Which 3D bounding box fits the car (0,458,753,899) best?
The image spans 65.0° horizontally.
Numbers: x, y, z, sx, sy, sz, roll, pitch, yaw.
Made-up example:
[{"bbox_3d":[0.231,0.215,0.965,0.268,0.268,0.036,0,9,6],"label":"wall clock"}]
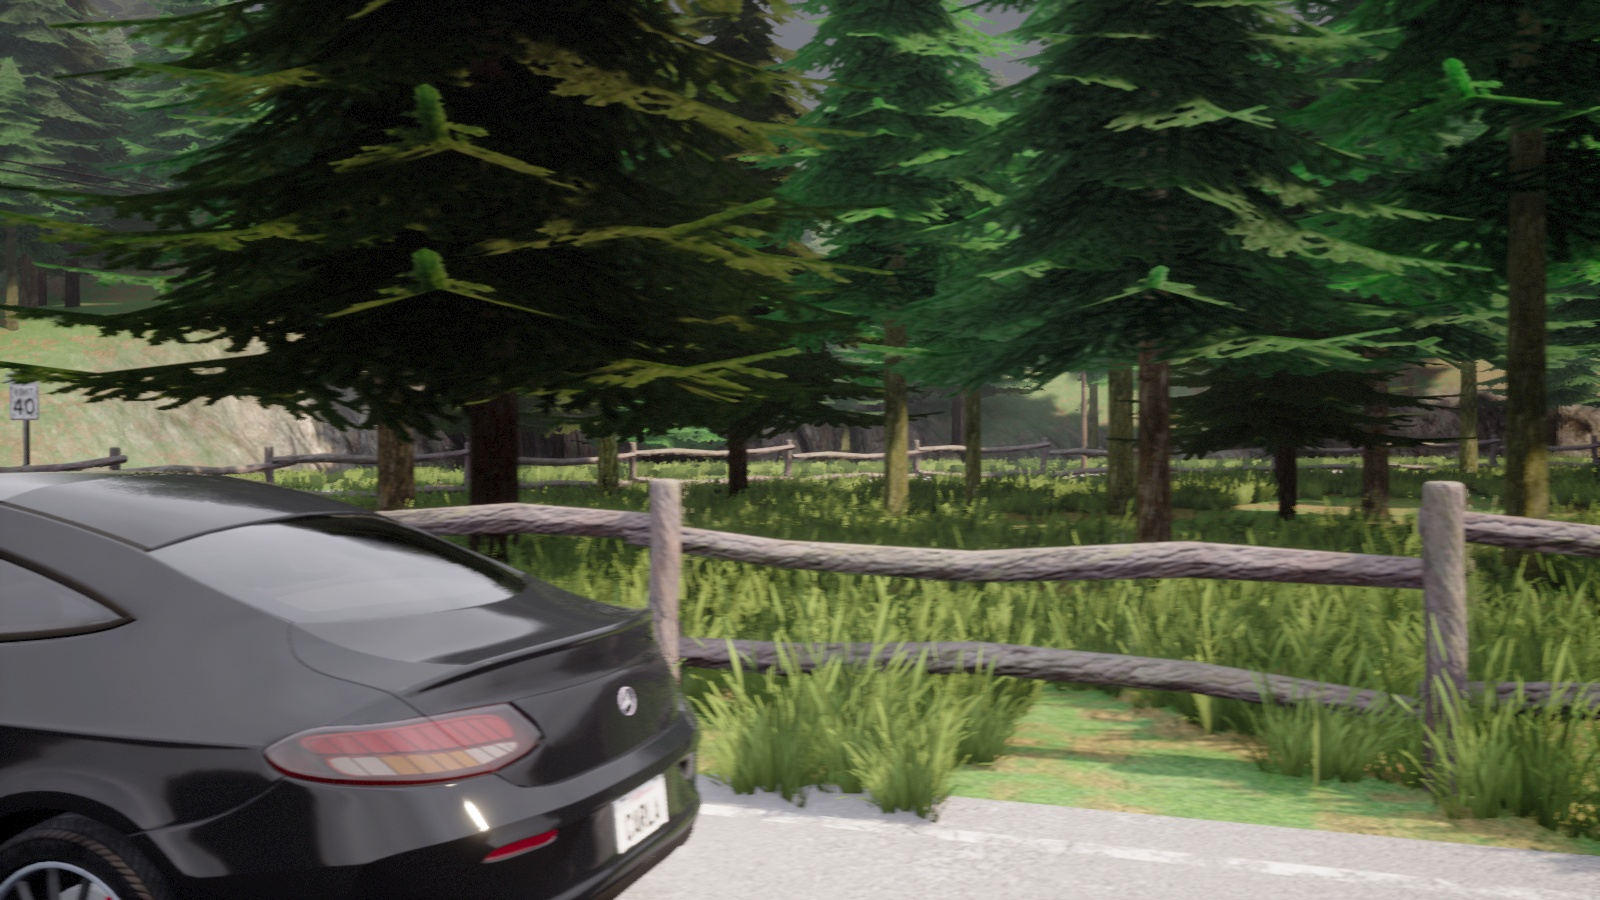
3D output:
[{"bbox_3d":[-2.665,0.776,4.100,4.674,1.442,1.812,1,1,18],"label":"car"}]
